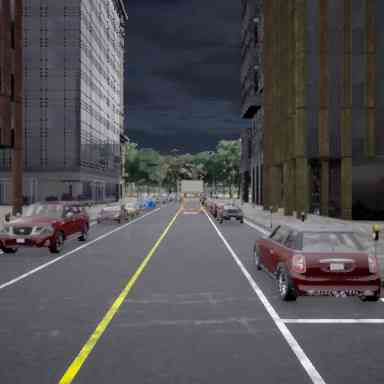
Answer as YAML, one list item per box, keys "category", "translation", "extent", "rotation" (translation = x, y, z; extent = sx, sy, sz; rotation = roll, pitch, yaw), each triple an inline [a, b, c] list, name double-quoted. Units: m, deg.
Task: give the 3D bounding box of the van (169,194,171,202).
- category: "van"
  translation: [-5.764, 1.360, 68.079]
  extent: [1.690, 1.788, 3.998]
  rotation: [0, 0, 0]

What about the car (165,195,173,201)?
- category: "car"
  translation: [-5.764, 1.556, 84.222]
  extent: [1.752, 1.417, 4.829]
  rotation: [0, 0, 0]

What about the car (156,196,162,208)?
- category: "car"
  translation: [-5.763, 1.559, 46.329]
  extent: [2.008, 1.369, 4.403]
  rotation: [0, 0, 0]

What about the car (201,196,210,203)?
- category: "car"
  translation: [2.762, 1.544, 68.249]
  extent: [1.752, 1.417, 4.829]
  rotation: [0, 0, 0]

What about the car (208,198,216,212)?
- category: "car"
  translation: [2.762, 1.548, 30.016]
  extent: [1.887, 1.381, 4.507]
  rotation: [0, 0, 0]

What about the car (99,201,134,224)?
- category: "car"
  translation: [-5.763, 1.584, 24.578]
  extent: [1.802, 1.307, 4.206]
  rotation: [0, 0, 0]

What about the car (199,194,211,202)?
- category: "car"
  translation: [2.761, 1.327, 57.204]
  extent: [2.192, 1.841, 5.009]
  rotation: [0, 0, 0]

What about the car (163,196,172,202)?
- category: "car"
  translation: [-5.764, 1.592, 78.954]
  extent: [1.947, 1.339, 4.313]
  rotation: [0, 0, 0]

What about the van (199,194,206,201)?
- category: "van"
  translation: [2.761, 1.377, 89.829]
  extent: [1.690, 1.788, 3.998]
  rotation: [0, 0, 0]

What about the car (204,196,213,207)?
- category: "car"
  translation: [2.762, 1.531, 41.061]
  extent: [1.752, 1.417, 4.829]
  rotation: [0, 0, 0]

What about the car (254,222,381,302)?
- category: "car"
  translation: [2.762, 1.440, 8.266]
  extent: [1.967, 1.590, 4.097]
  rotation: [0, 0, 0]

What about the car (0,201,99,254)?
- category: "car"
  translation: [-5.763, 1.315, 13.703]
  extent: [2.192, 1.841, 5.009]
  rotation: [0, 0, 0]

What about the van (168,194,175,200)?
- category: "van"
  translation: [-5.764, 1.381, 95.267]
  extent: [1.690, 1.788, 3.998]
  rotation: [0, 0, 0]

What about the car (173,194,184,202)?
- category: "car"
  translation: [-3.000, 1.548, 76.150]
  extent: [2.128, 1.511, 4.902]
  rotation: [0, 0, 0]

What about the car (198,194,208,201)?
- category: "car"
  translation: [2.761, 1.346, 84.392]
  extent: [2.192, 1.841, 5.009]
  rotation: [0, 0, 0]

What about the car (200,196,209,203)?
- category: "car"
  translation: [2.762, 1.567, 73.517]
  extent: [1.887, 1.381, 4.507]
  rotation: [0, 0, 0]

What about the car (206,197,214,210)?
- category: "car"
  translation: [2.762, 1.549, 35.454]
  extent: [1.887, 1.381, 4.507]
  rotation: [0, 0, 0]

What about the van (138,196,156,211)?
- category: "van"
  translation: [-5.764, 1.347, 40.891]
  extent: [1.690, 1.788, 3.998]
  rotation: [0, 0, 0]

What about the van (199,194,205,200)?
- category: "van"
  translation: [2.761, 1.381, 95.267]
  extent: [1.690, 1.788, 3.998]
  rotation: [0, 0, 0]

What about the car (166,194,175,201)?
- category: "car"
  translation: [-5.764, 1.476, 89.829]
  extent: [1.967, 1.590, 4.097]
  rotation: [0, 0, 0]

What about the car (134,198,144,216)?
- category: "car"
  translation: [-5.763, 1.528, 29.846]
  extent: [1.752, 1.417, 4.829]
  rotation: [0, 0, 0]

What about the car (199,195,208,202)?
- category: "car"
  translation: [2.761, 1.466, 78.954]
  extent: [1.967, 1.590, 4.097]
  rotation: [0, 0, 0]

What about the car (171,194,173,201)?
- category: "car"
  translation: [-5.764, 1.547, 73.347]
  extent: [1.752, 1.417, 4.829]
  rotation: [0, 0, 0]

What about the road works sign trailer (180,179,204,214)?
- category: "road works sign trailer"
  translation: [0.000, 0.468, 34.158]
  extent: [2.380, 3.560, 2.880]
  rotation: [0, 0, 0]

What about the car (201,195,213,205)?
- category: "car"
  translation: [2.762, 1.535, 51.936]
  extent: [1.752, 1.417, 4.829]
  rotation: [0, 0, 0]

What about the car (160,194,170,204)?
- category: "car"
  translation: [-5.763, 1.581, 62.641]
  extent: [1.947, 1.339, 4.313]
  rotation: [0, 0, 0]

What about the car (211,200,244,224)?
- category: "car"
  translation: [2.762, 1.553, 24.578]
  extent: [2.008, 1.369, 4.403]
  rotation: [0, 0, 0]
